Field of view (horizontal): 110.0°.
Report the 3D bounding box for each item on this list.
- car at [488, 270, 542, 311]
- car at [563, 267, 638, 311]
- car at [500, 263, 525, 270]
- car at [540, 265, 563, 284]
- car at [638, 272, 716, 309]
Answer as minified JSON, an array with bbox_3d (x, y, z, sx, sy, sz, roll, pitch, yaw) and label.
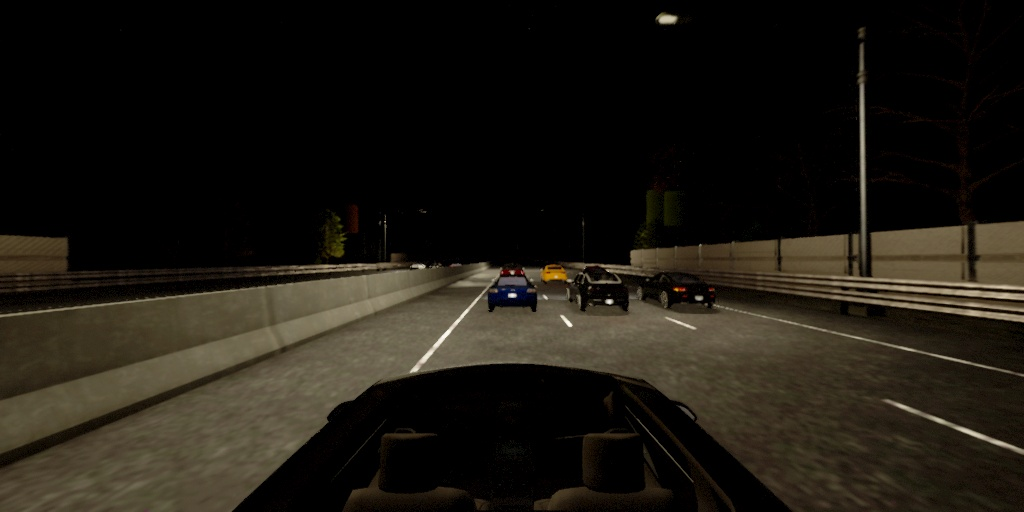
[{"bbox_3d":[0.034,1.459,15.391,1.994,1.385,4.181,0,-1,0],"label":"car"},{"bbox_3d":[3.532,1.401,15.345,1.837,1.490,4.892,0,0,0],"label":"car"},{"bbox_3d":[0.041,1.402,30.260,2.097,1.767,4.553,0,-1,0],"label":"car"},{"bbox_3d":[3.549,1.536,31.085,1.882,1.535,5.008,0,0,1],"label":"car"},{"bbox_3d":[7.037,1.423,15.731,1.812,1.442,4.674,0,0,1],"label":"car"}]
